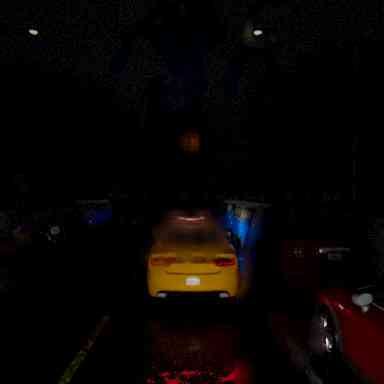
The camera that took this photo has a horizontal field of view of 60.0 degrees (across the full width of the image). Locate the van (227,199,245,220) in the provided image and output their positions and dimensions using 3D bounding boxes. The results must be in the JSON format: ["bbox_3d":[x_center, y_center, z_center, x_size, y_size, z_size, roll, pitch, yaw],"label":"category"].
[{"bbox_3d":[2.675,1.350,14.166,1.690,1.788,3.998,0,0,0],"label":"van"}]

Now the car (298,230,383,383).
[{"bbox_3d":[2.744,1.442,3.290,1.967,1.590,4.097,0,0,0],"label":"car"}]

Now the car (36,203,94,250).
[{"bbox_3d":[-5.850,1.449,14.112,1.967,1.590,4.097,0,0,0],"label":"car"}]

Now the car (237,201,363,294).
[{"bbox_3d":[2.709,1.320,8.728,2.192,1.841,5.009,0,0,0],"label":"car"}]

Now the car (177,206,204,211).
[{"bbox_3d":[-0.065,1.504,18.055,2.128,1.511,4.902,0,0,0],"label":"car"}]

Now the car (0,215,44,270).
[{"bbox_3d":[-5.814,1.531,8.505,1.752,1.417,4.829,0,0,0],"label":"car"}]

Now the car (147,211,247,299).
[{"bbox_3d":[0.031,1.483,8.553,1.882,1.535,5.008,0,0,0],"label":"car"}]

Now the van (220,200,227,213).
[{"bbox_3d":[2.641,1.354,19.603,1.690,1.788,3.998,0,0,0],"label":"van"}]

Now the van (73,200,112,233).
[{"bbox_3d":[-5.884,1.354,19.550,1.690,1.788,3.998,0,0,0],"label":"van"}]
